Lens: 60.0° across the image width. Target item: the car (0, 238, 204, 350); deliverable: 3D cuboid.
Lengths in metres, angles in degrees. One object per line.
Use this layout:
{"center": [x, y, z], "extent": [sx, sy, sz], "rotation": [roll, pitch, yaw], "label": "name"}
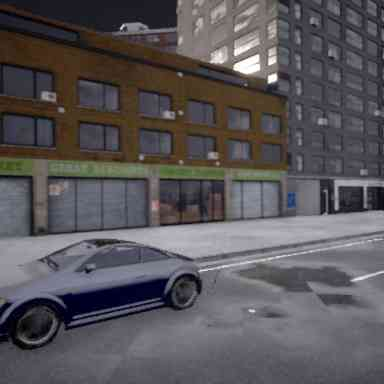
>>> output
{"center": [-1.826, 1.618, 6.373], "extent": [4.181, 1.385, 1.994], "rotation": [0, 0, -36], "label": "car"}
